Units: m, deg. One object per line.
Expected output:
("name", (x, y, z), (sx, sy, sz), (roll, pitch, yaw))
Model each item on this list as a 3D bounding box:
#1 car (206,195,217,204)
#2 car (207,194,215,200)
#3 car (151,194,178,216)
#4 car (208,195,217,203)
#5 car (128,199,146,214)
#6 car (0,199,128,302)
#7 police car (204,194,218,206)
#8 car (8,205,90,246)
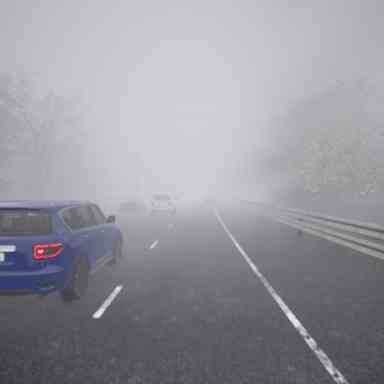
("car", (3.751, 1.425, 63.236), (1.882, 1.535, 5.008), (0, 0, 5))
("car", (5.085, 1.360, 87.499), (1.812, 1.442, 4.674), (0, 0, 7))
("car", (-2.647, 1.179, 32.531), (2.150, 2.045, 5.566), (0, 0, 2))
("car", (4.267, 1.454, 69.139), (1.837, 1.490, 4.892), (0, 0, 5))
("car", (-6.060, 1.431, 34.439), (1.882, 1.535, 5.008), (0, 0, 3))
("car", (-3.327, 1.206, 8.391), (2.150, 2.045, 5.566), (0, 0, 1))
("police car", (2.998, 1.374, 53.500), (1.930, 1.638, 5.238), (0, 0, 4))
("car", (-6.682, 1.478, 16.255), (1.837, 1.490, 4.892), (0, 0, 1))
